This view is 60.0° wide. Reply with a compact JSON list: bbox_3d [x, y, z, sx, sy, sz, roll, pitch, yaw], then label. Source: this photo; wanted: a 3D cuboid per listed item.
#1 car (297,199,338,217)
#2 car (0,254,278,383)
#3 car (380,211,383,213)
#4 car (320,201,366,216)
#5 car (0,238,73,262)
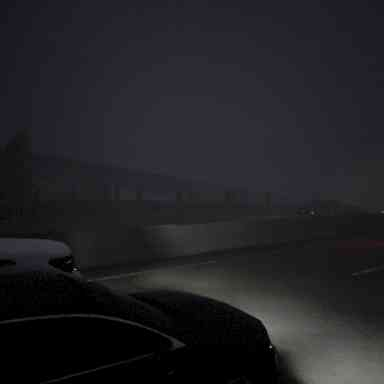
[{"bbox_3d":[13.455,1.722,35.070,5.566,2.045,2.150,4,-2,-35],"label":"car"},{"bbox_3d":[-1.348,1.507,2.784,4.892,1.490,1.837,0,0,-35],"label":"car"},{"bbox_3d":[19.100,2.099,30.499,5.008,1.535,1.882,4,-3,-35],"label":"car"},{"bbox_3d":[14.713,1.952,31.669,4.892,1.490,1.837,4,-2,-35],"label":"car"},{"bbox_3d":[-4.507,1.219,4.834,5.566,2.045,2.150,0,0,-35],"label":"car"}]
